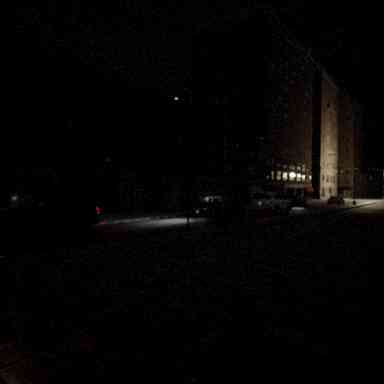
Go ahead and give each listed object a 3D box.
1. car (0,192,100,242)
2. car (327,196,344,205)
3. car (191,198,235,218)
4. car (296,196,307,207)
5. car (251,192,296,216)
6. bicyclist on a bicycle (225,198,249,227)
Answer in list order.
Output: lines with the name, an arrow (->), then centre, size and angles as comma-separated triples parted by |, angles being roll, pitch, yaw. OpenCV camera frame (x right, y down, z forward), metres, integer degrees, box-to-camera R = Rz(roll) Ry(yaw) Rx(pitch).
car -> -7.018, 1.037, 15.819 | 2.150, 2.045, 5.566 | 1, 0, 36
car -> 22.657, 1.309, 52.369 | 1.812, 1.442, 4.674 | 1, 0, 36
car -> 1.867, 1.276, 28.276 | 2.128, 1.511, 4.902 | 1, 1, 36
car -> 14.168, 1.260, 45.390 | 1.837, 1.490, 4.892 | 1, 0, 36
car -> 7.472, 1.037, 31.060 | 2.150, 2.045, 5.566 | 1, 1, 35
bicyclist on a bicycle -> 2.509, 1.177, 19.095 | 1.656, 1.620, 0.582 | 1, 0, 35
